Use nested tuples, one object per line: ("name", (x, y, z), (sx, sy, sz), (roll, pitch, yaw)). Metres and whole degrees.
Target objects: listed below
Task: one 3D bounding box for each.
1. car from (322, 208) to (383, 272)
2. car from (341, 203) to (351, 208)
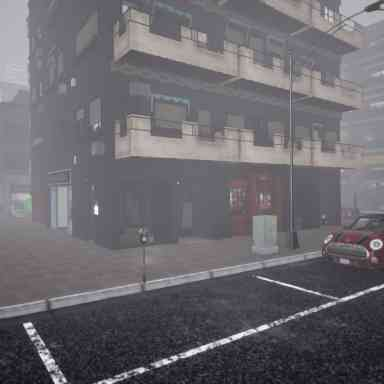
("car", (5.932, 1.437, 10.575), (4.097, 1.590, 1.967), (0, -1, -36))
("car", (12.974, 1.589, 30.277), (1.994, 1.385, 4.181), (-1, 1, -36))
